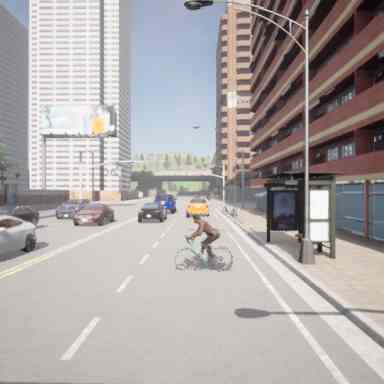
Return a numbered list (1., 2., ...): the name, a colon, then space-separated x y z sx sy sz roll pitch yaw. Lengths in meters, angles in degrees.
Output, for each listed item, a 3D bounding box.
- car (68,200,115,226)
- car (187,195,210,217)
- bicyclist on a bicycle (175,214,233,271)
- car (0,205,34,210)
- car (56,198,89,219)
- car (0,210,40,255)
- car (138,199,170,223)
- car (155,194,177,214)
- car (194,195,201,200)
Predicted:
1. car: -6.743 1.525 23.339 1.812 1.442 4.674 0 0 1
2. car: 0.584 1.351 31.766 2.097 1.767 4.553 0 0 1
3. bicyclist on a bicycle: 0.312 1.445 9.399 1.656 1.620 0.582 -2 0 1
4. car: -10.325 1.492 18.575 2.128 1.511 4.902 0 0 1
5. car: -10.130 1.351 29.122 2.097 1.767 4.553 0 0 1
6. car: -6.939 1.525 11.132 1.812 1.442 4.674 0 0 1
7. car: -3.014 1.525 25.701 1.812 1.442 4.674 0 0 1
8. car: -2.851 1.221 35.534 2.150 2.045 5.566 0 0 1
9. car: 1.437 1.522 90.928 1.812 1.442 4.674 0 0 1
